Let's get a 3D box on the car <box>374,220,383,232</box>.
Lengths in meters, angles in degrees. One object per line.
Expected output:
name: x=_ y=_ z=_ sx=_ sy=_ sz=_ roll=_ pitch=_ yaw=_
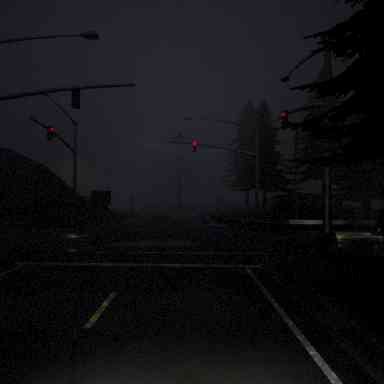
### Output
car: x=14.214 y=1.864 z=21.230 sx=4.553 sy=1.767 sz=2.097 roll=0 pitch=-1 yaw=0
